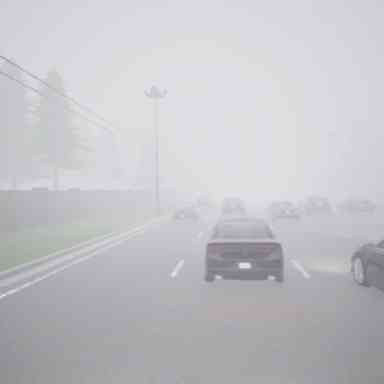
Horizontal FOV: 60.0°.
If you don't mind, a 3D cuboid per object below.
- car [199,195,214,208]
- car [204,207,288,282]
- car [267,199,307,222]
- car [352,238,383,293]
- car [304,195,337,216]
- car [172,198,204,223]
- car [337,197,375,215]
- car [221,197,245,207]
[{"bbox_3d":[1.698,1.231,43.762,2.097,1.767,4.553,-1,0,7],"label":"car"},{"bbox_3d":[1.416,1.429,9.661,1.882,1.535,5.008,-1,0,6],"label":"car"},{"bbox_3d":[6.593,1.365,24.417,2.033,1.411,5.357,-1,0,6],"label":"car"},{"bbox_3d":[4.532,1.401,6.039,1.837,1.490,4.892,-1,0,6],"label":"car"},{"bbox_3d":[10.641,1.079,29.175,2.097,1.767,4.553,-1,0,6],"label":"car"},{"bbox_3d":[-0.377,1.482,25.317,1.812,1.442,4.674,-1,0,7],"label":"car"},{"bbox_3d":[14.150,1.148,29.043,2.128,1.511,4.902,-1,0,6],"label":"car"},{"bbox_3d":[3.687,1.218,29.956,2.097,1.767,4.553,-1,0,6],"label":"car"}]
